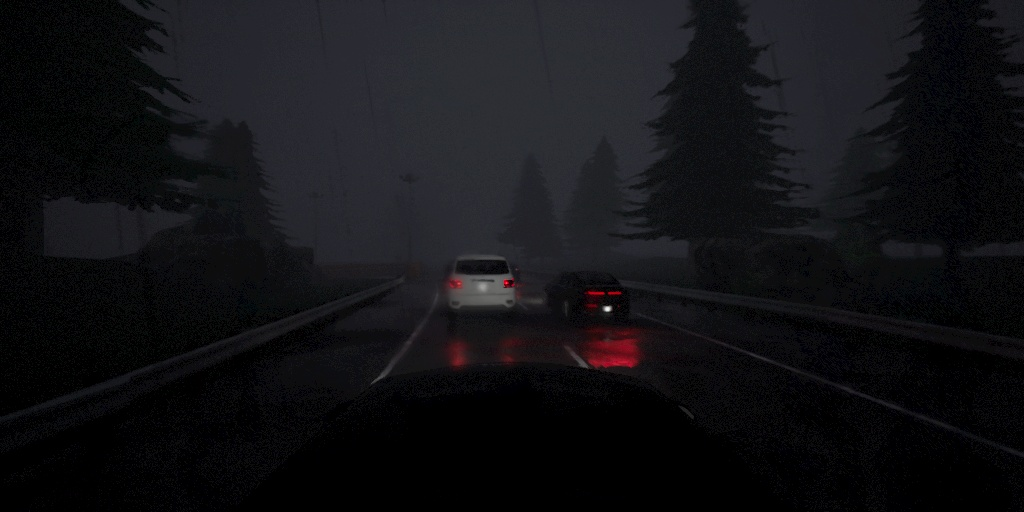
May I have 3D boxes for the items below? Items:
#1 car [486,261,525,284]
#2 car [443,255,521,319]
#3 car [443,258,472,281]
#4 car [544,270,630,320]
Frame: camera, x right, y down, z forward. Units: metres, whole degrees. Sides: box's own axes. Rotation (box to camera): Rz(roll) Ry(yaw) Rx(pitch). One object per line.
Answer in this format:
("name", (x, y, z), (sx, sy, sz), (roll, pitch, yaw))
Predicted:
("car", (-0.633, 1.221, 28.427), (2.128, 1.511, 4.902), (0, 0, -13))
("car", (-1.199, 0.970, 13.108), (2.150, 2.045, 5.566), (0, 0, -8))
("car", (-4.748, 1.110, 30.617), (2.097, 1.767, 4.553), (0, 0, -13))
("car", (2.388, 1.227, 12.459), (1.837, 1.490, 4.892), (0, 0, -7))
